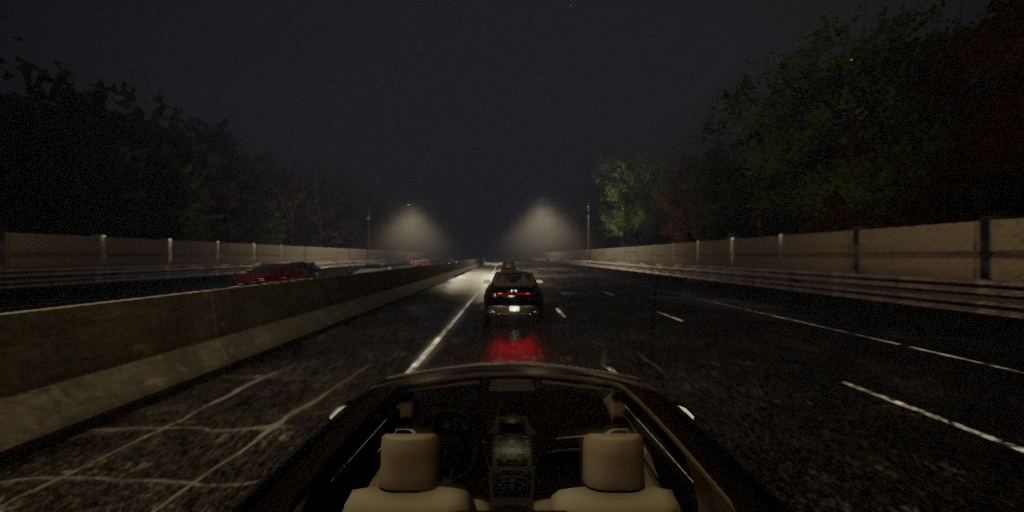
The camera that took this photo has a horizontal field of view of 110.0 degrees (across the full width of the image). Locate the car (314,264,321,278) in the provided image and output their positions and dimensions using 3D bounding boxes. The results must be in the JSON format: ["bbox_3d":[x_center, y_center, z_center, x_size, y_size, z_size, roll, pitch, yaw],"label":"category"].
[{"bbox_3d":[-17.836,1.250,29.873,1.837,1.490,4.892,0,0,-1],"label":"car"}]

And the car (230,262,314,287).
[{"bbox_3d":[-14.220,1.225,21.270,1.882,1.535,5.008,0,0,-1],"label":"car"}]

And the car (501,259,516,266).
[{"bbox_3d":[-0.419,1.200,43.884,1.801,1.575,5.366,0,0,-1],"label":"car"}]

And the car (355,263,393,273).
[{"bbox_3d":[-10.822,1.271,28.449,1.812,1.442,4.674,0,0,-1],"label":"car"}]

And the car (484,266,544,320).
[{"bbox_3d":[0.054,1.253,12.646,1.837,1.490,4.892,0,0,0],"label":"car"}]

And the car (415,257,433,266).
[{"bbox_3d":[-15.107,1.297,63.115,1.994,1.385,4.181,0,0,-1],"label":"car"}]
